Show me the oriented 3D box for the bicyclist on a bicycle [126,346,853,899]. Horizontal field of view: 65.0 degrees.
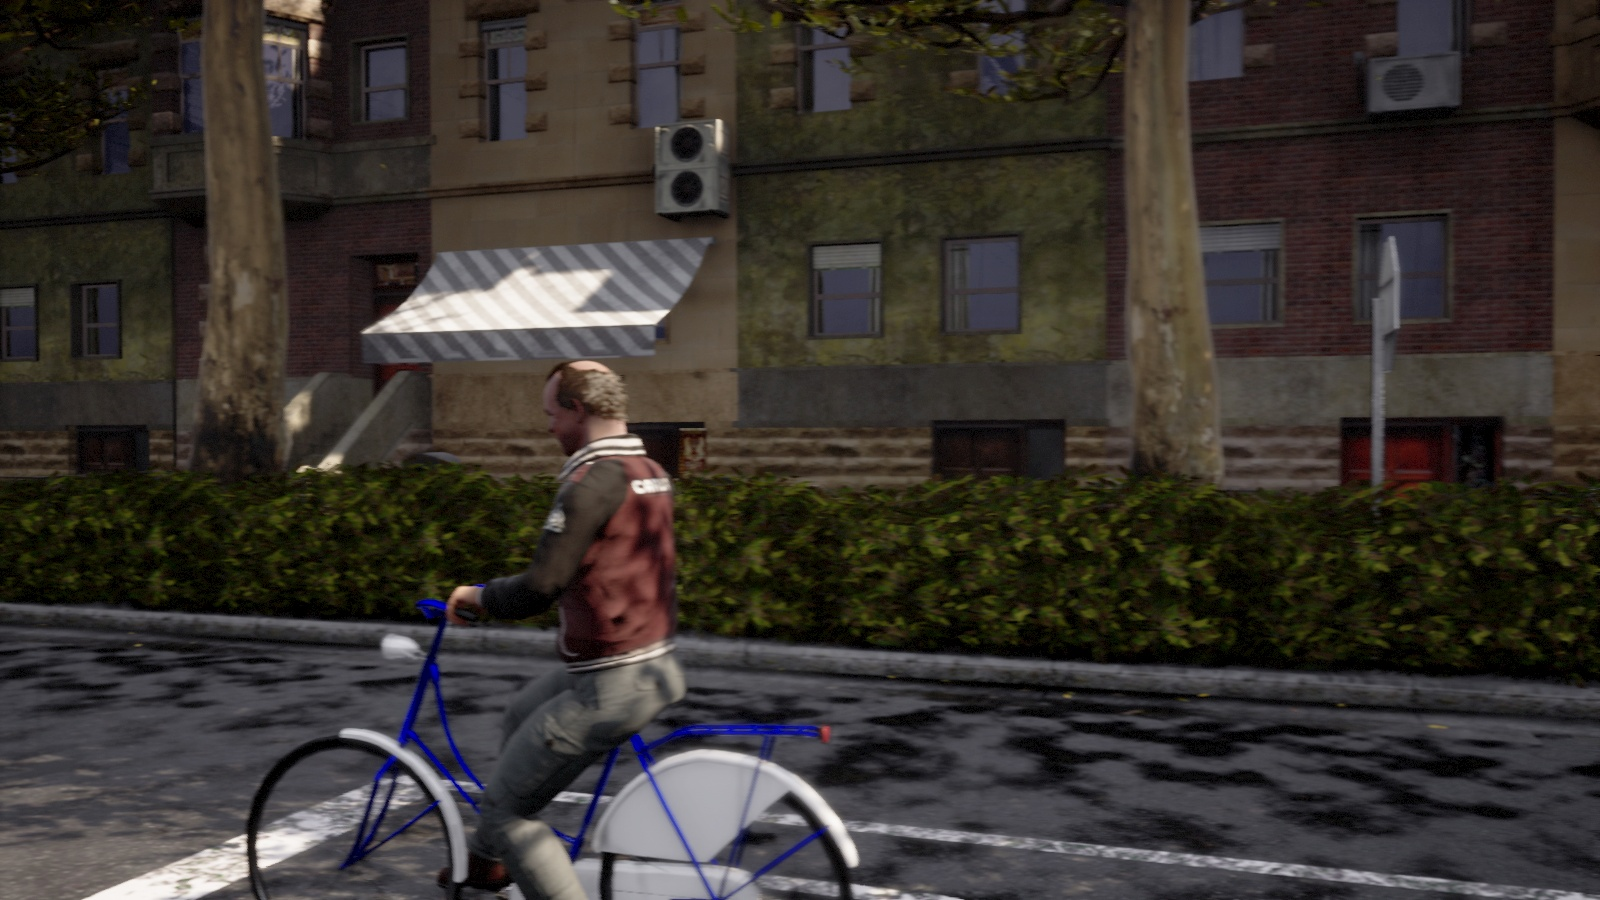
[{"bbox_3d":[-0.836,0.639,3.430,1.843,1.776,0.659,1,1,17],"label":"bicyclist on a bicycle"}]
